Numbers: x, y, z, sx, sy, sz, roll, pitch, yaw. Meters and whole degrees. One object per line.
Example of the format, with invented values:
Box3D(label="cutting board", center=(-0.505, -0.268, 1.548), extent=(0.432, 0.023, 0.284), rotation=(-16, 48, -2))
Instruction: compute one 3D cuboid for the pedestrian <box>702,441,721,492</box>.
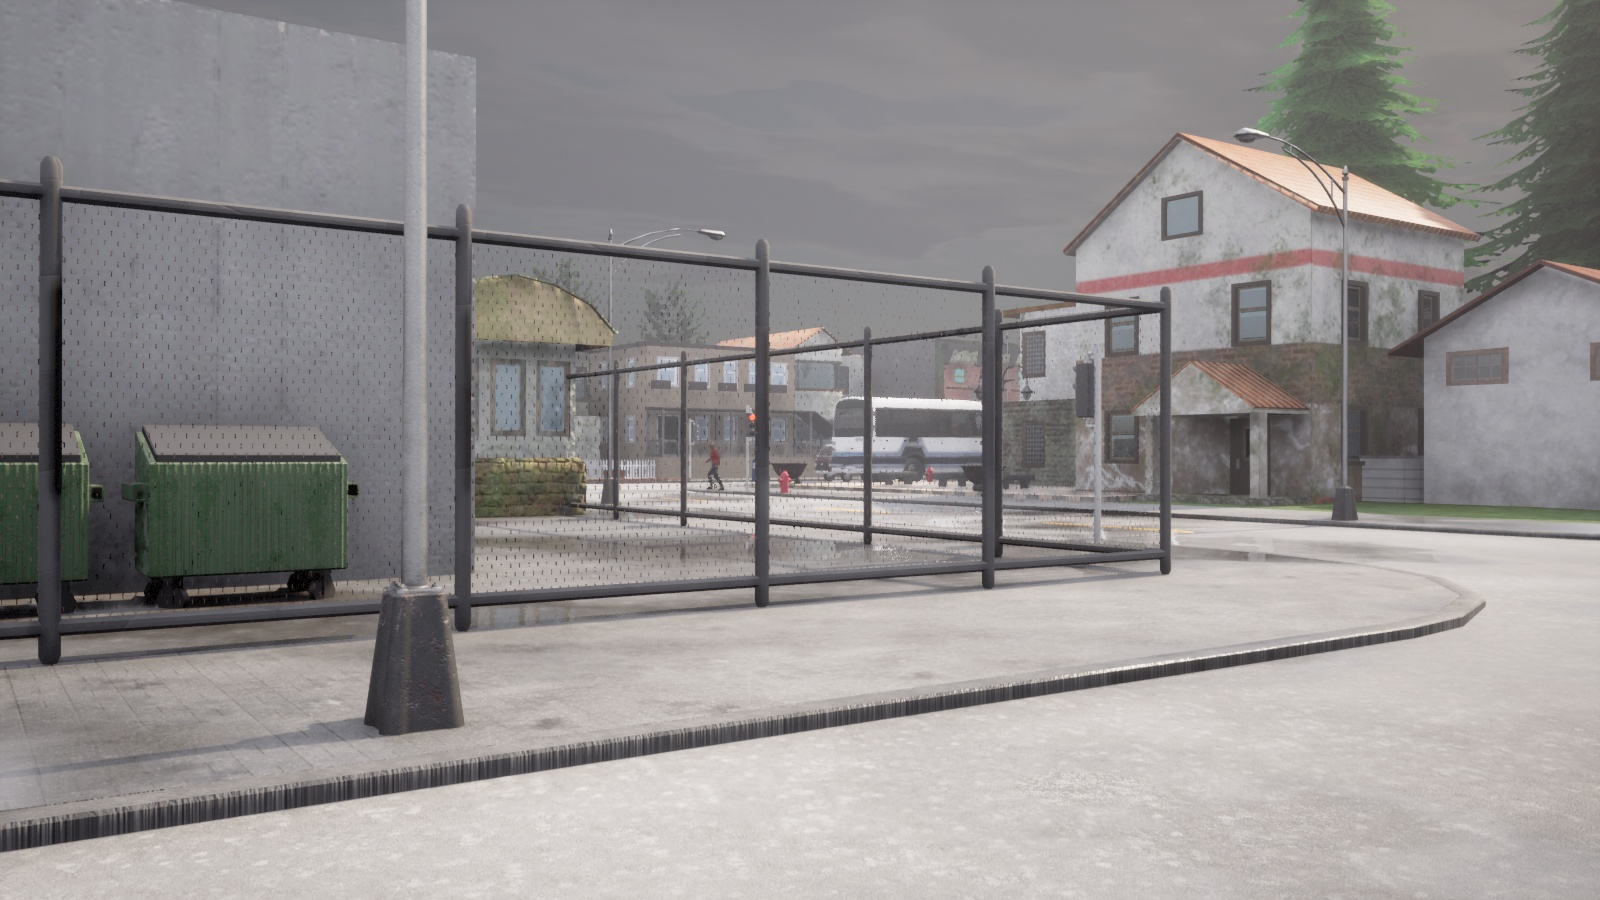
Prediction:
Box3D(label="pedestrian", center=(-3.221, 0.586, 45.842), extent=(0.636, 1.846, 0.331), rotation=(0, 0, -15))

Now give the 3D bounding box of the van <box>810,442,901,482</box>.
Box3D(label="van", center=(2.929, 0.624, 66.090), extent=(4.480, 2.038, 2.069), rotation=(0, 0, -35))

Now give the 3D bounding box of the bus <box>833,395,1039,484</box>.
Box3D(label="bus", center=(7.033, -0.490, 64.042), extent=(10.273, 4.253, 3.944), rotation=(0, 0, -33))
